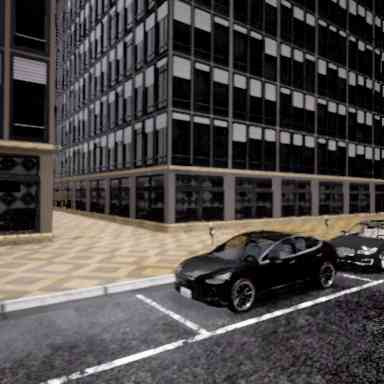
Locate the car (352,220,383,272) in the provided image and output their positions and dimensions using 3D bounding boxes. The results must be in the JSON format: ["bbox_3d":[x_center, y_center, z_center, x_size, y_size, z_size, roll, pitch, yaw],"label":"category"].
[{"bbox_3d":[6.168,1.623,10.959,4.403,1.369,2.008,0,0,-36],"label":"car"}]

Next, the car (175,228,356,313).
[{"bbox_3d":[1.660,1.603,7.741,4.313,1.339,1.947,0,0,-36],"label":"car"}]
